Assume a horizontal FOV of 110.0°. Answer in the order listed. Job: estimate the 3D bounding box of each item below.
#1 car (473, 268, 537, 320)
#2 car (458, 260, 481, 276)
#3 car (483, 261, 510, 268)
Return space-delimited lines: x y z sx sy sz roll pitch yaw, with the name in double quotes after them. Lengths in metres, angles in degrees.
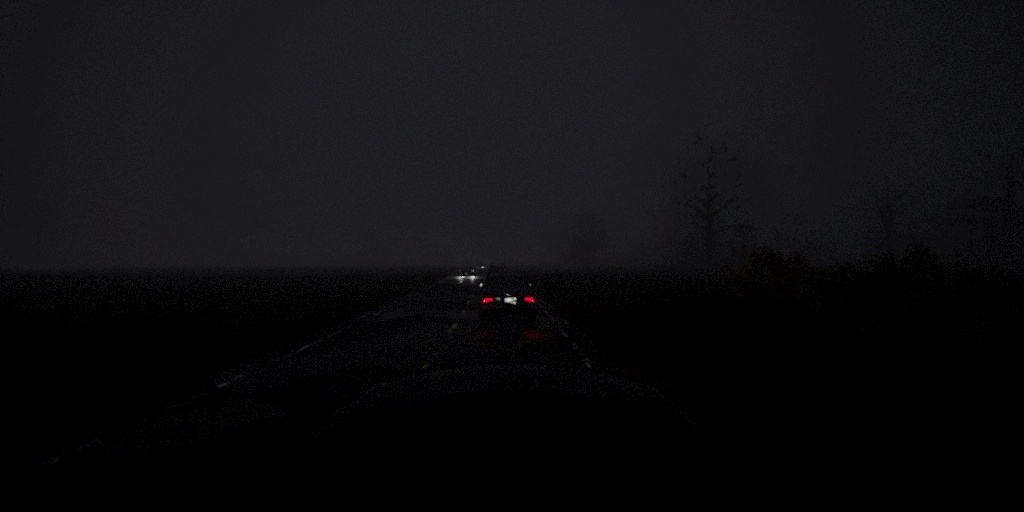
-0.204 1.338 12.895 2.033 1.411 5.357 0 0 -3 "car"
-4.916 1.443 40.005 2.033 1.411 5.357 0 0 -3 "car"
-1.219 1.350 31.351 2.128 1.511 4.902 0 0 -3 "car"
